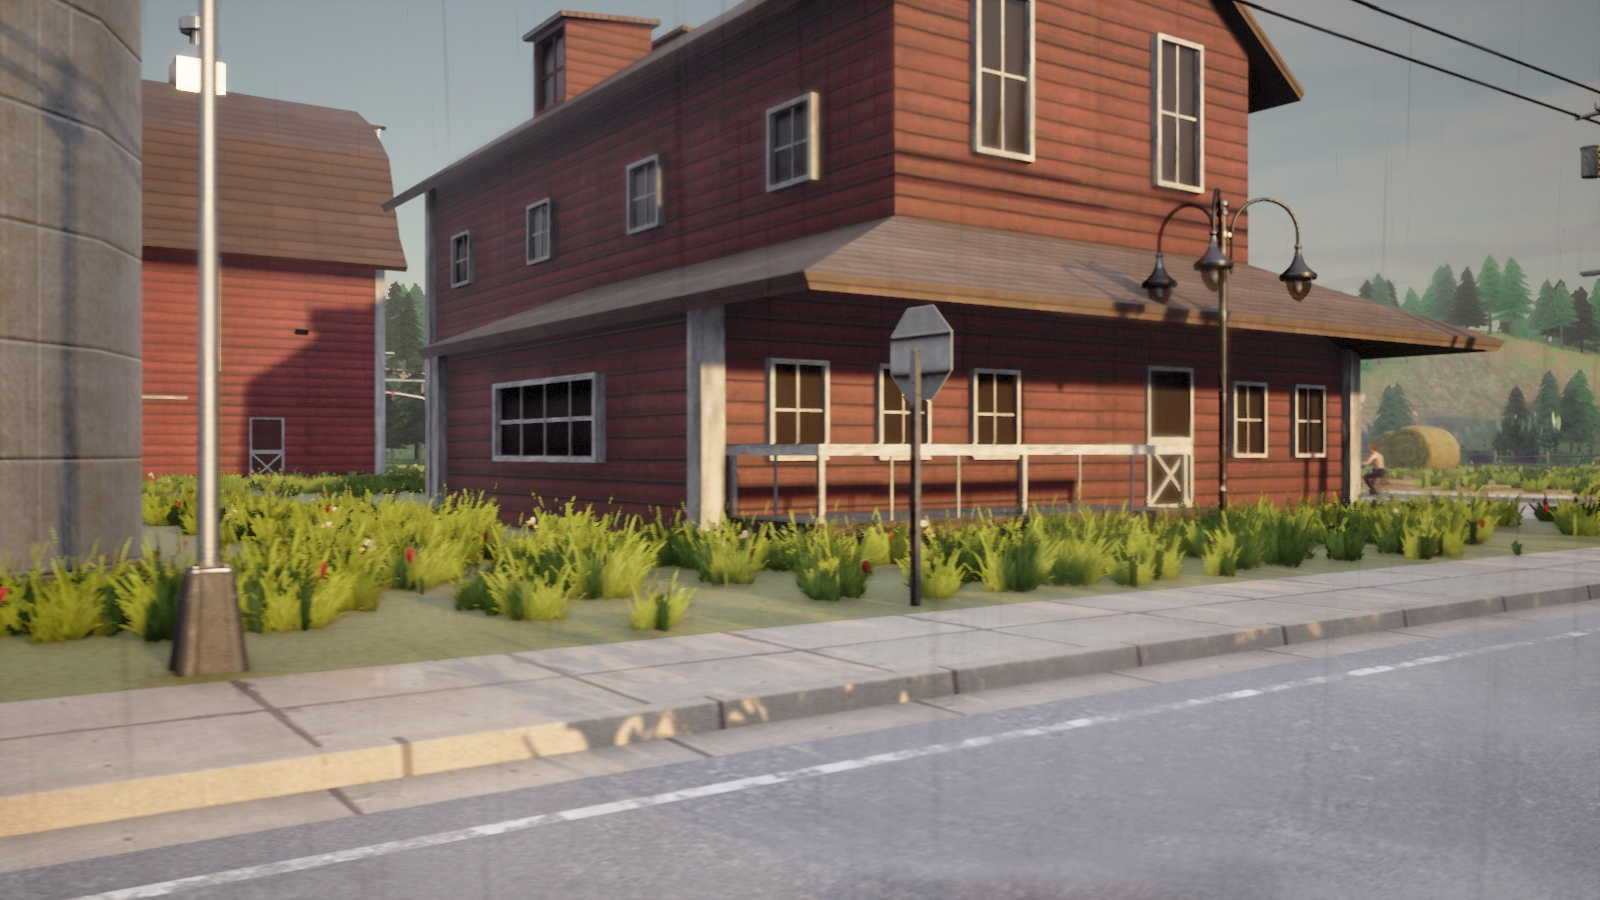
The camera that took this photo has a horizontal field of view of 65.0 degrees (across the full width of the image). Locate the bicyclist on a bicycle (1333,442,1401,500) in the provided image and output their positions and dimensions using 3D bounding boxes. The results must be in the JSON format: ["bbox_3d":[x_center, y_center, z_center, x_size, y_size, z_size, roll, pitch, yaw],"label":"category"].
[{"bbox_3d":[15.979,0.574,35.401,0.866,1.612,1.509,0,0,-35],"label":"bicyclist on a bicycle"}]
